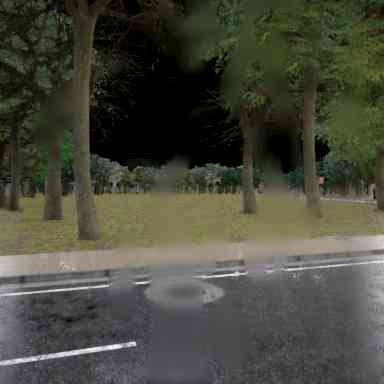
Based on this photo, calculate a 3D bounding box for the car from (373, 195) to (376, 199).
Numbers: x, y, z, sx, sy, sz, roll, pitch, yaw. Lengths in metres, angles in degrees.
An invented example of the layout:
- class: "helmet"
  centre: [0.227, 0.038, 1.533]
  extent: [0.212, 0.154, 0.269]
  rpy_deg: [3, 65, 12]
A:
- class: "car"
  centre: [44.754, 1.295, 79.771]
  extent: [1.895, 1.301, 4.718]
  rpy_deg: [0, 0, 4]
